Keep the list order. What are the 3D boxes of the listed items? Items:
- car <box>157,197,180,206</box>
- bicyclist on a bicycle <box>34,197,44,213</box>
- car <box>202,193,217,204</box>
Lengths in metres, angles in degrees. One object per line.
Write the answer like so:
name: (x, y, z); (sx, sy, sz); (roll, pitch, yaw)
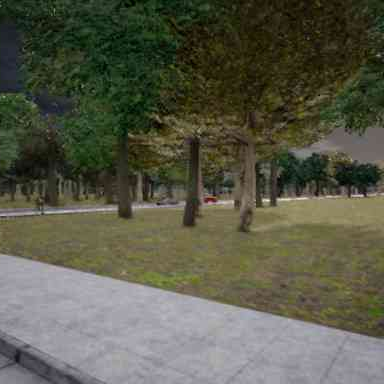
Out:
car: (-3.762, 1.524, 53.427); (1.994, 1.385, 4.181); (0, 0, 36)
bicyclist on a bicycle: (-15.037, 1.280, 32.622); (1.656, 1.620, 0.582); (0, 0, 36)
car: (2.468, 1.180, 62.192); (2.150, 2.045, 5.566); (0, 0, 36)
